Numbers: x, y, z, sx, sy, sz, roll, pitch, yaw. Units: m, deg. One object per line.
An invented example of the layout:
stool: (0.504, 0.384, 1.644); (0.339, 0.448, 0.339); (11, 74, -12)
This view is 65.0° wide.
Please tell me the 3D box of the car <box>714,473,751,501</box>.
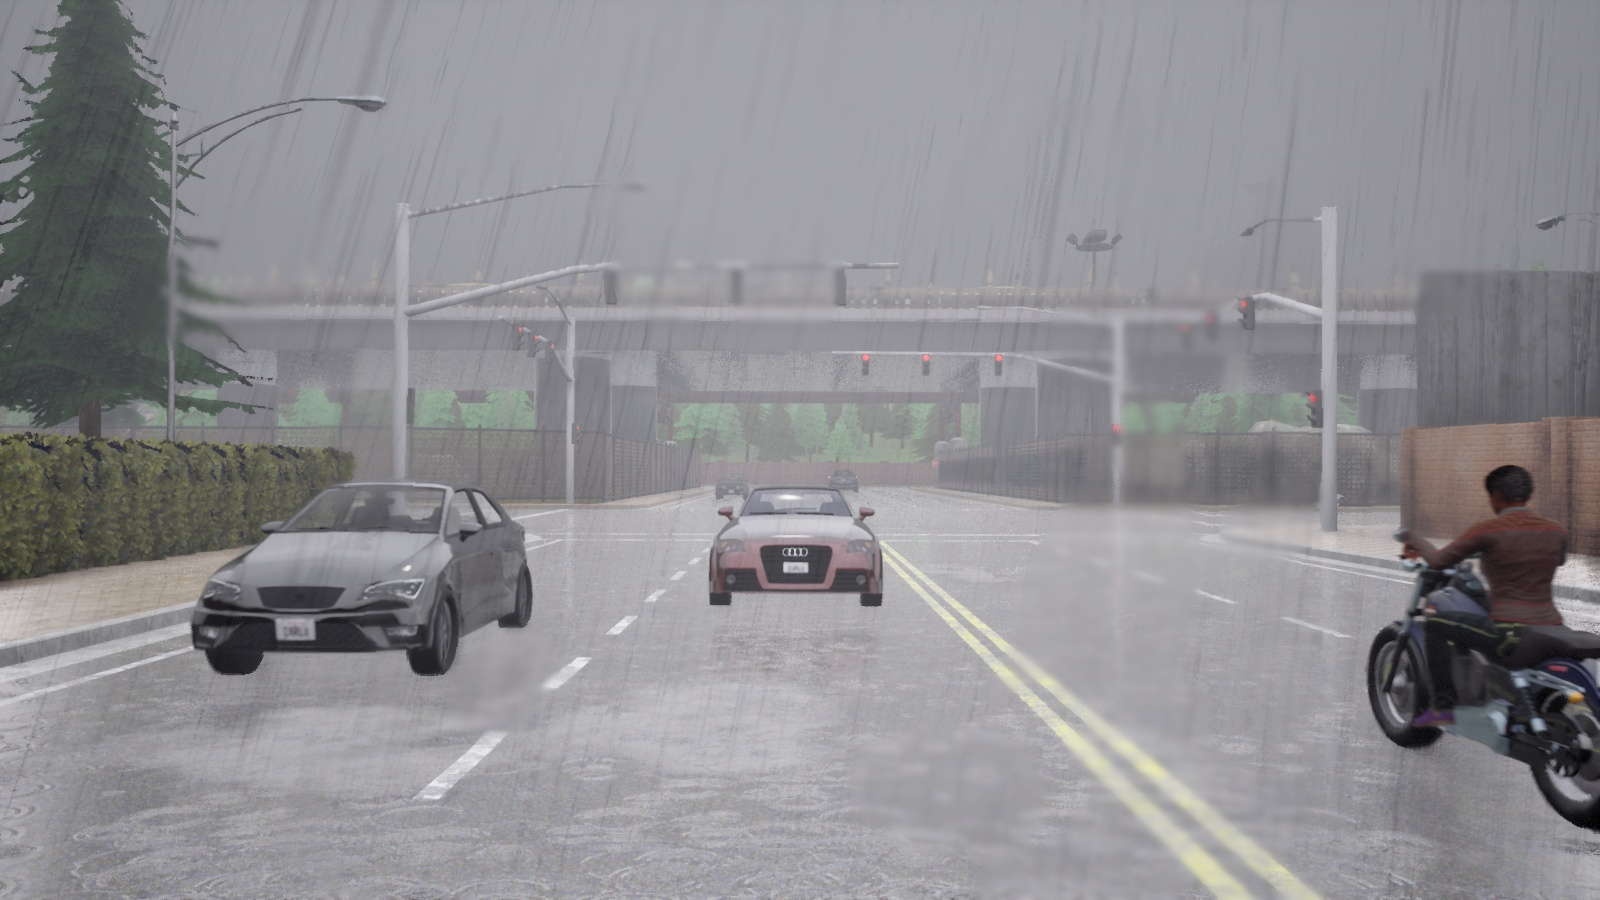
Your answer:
car: (-3.672, 2.002, 69.197); (1.816, 1.474, 4.193); (0, -1, 0)

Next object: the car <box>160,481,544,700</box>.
car: (-3.527, 1.023, 10.793); (1.816, 1.474, 4.193); (0, -1, 0)

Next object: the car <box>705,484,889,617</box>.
car: (-0.039, 1.142, 15.707); (1.994, 1.385, 4.181); (0, -1, 0)

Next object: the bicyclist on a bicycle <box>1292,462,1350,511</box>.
bicyclist on a bicycle: (18.956, 1.319, 45.688); (1.843, 1.776, 0.659); (0, -1, 0)

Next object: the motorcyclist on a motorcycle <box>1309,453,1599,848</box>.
motorcyclist on a motorcycle: (3.484, 0.859, 6.441); (0.766, 1.649, 2.350); (0, -1, 0)

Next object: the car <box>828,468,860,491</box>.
car: (3.262, 2.234, 94.807); (2.242, 1.667, 4.611); (0, -1, 0)
